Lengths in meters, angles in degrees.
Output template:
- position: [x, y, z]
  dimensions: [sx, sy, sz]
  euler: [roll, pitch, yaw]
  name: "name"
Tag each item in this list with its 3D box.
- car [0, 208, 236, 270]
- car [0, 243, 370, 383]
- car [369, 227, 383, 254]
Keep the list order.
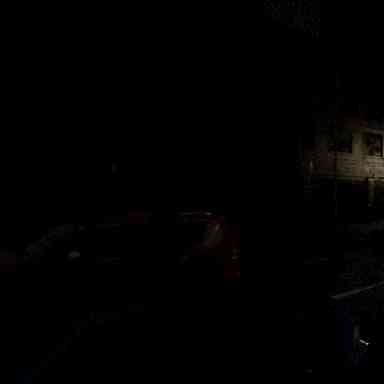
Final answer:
- position: [-1.431, 1.257, 5.570]
  dimensions: [5.009, 1.841, 2.192]
  euler: [0, 1, -33]
  name: "car"
- position: [-0.671, 1.516, 2.909]
  dimensions: [5.357, 1.411, 2.033]
  euler: [0, 1, -33]
  name: "car"
- position: [8.006, 1.458, 11.637]
  dimensions: [4.507, 1.381, 1.887]
  euler: [0, 1, -33]
  name: "car"
